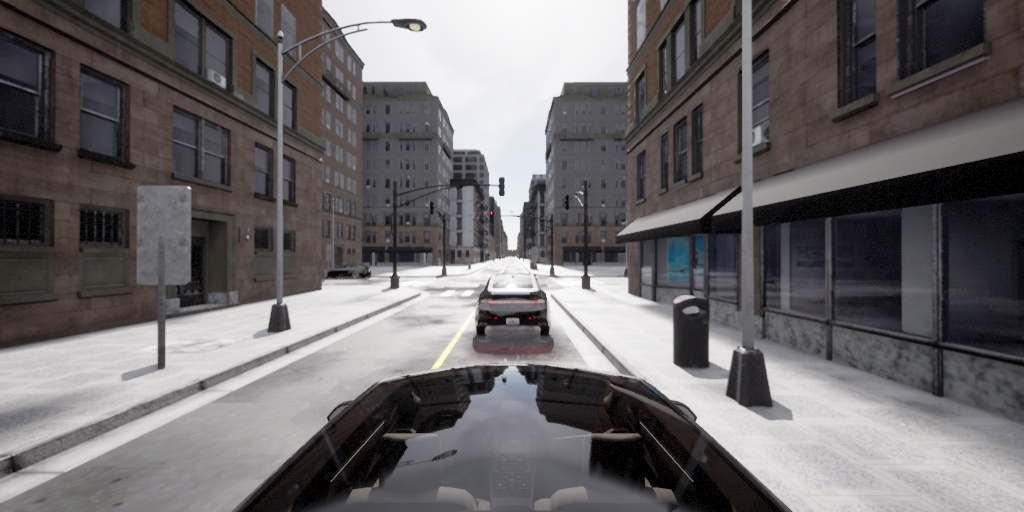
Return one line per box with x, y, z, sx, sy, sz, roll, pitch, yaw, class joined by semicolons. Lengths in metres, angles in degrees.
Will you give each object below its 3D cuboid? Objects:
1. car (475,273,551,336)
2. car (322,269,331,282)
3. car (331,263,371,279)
0.026;1.240;10.401;2.128;1.511;4.902;0;0;0;car
-14.702;1.284;23.594;4.313;1.339;1.948;0;0;0;car
-14.671;1.323;31.620;4.313;1.339;1.948;0;0;0;car
